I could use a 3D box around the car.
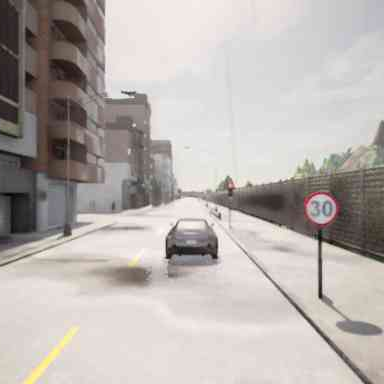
[{"bbox_3d":[0.005,1.711,13.426,1.994,1.385,4.181,0,-1,1],"label":"car"}]
